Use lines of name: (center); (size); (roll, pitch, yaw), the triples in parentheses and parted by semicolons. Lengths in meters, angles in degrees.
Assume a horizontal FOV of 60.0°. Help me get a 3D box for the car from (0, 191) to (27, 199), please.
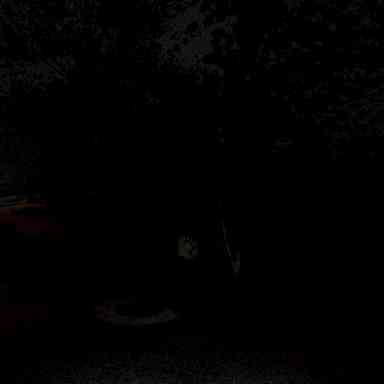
car: (-8.315, 1.046, 17.679); (4.553, 1.767, 2.185); (1, 2, -30)

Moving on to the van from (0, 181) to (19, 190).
van: (-40.390, -1.423, 72.666); (4.442, 1.987, 1.878); (1, 1, -30)

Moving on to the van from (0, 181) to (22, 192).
van: (-34.797, -1.046, 63.108); (4.442, 1.987, 1.878); (1, 1, -30)

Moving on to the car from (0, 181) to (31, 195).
car: (-27.865, -0.599, 50.978); (5.566, 2.045, 2.435); (1, 1, -30)

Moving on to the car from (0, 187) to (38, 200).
car: (-20.835, 0.162, 39.068); (4.792, 1.488, 2.163); (1, 2, -30)

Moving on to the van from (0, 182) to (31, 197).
van: (-24.945, -0.383, 46.273); (4.442, 1.987, 1.878); (1, 1, -30)

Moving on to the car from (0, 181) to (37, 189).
car: (-15.238, 0.335, 29.510); (5.566, 2.045, 2.435); (1, 2, -30)

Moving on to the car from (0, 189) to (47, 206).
car: (-16.694, 0.496, 31.878); (4.792, 1.488, 2.163); (1, 2, -30)

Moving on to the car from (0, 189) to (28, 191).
car: (-12.637, 0.816, 24.632); (5.366, 1.575, 1.946); (1, 2, -30)

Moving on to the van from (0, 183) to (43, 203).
van: (-18.020, 0.122, 34.440); (4.442, 1.987, 1.878); (1, 2, -30)

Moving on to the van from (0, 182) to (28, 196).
van: (-26.545, -0.481, 48.544); (4.442, 1.987, 1.878); (1, 1, -30)

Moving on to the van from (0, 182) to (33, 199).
van: (-22.334, -0.195, 41.367); (4.442, 1.987, 1.878); (1, 2, -31)

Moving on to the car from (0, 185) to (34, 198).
car: (-23.650, -0.065, 43.832); (5.008, 1.535, 2.097); (1, 1, -30)

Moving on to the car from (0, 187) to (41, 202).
car: (-19.503, 0.264, 36.792); (4.792, 1.488, 2.163); (1, 2, -30)

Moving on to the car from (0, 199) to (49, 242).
car: (-6.953, 1.289, 15.274); (5.008, 1.535, 2.097); (1, 2, -30)

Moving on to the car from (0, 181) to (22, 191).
car: (-39.116, -1.357, 70.202); (5.566, 2.045, 2.435); (1, 1, -30)
